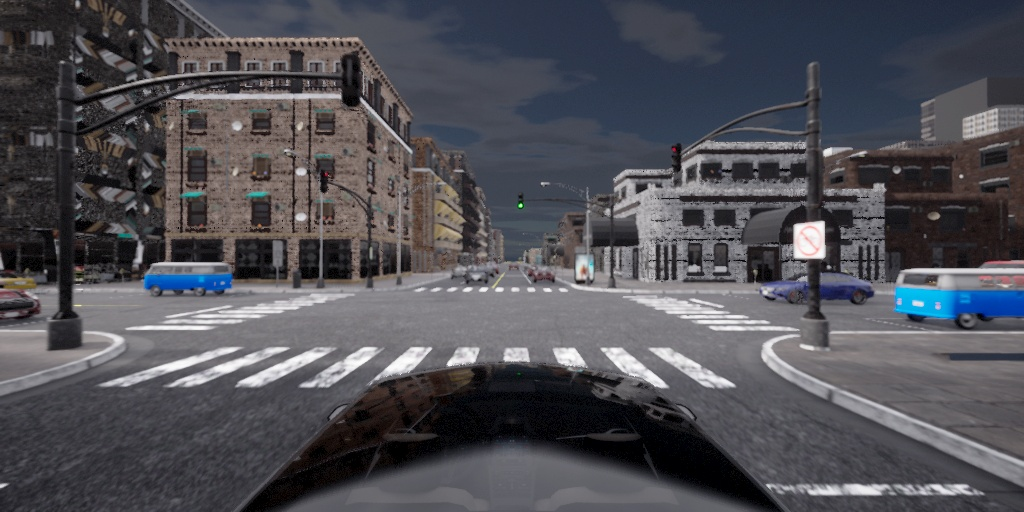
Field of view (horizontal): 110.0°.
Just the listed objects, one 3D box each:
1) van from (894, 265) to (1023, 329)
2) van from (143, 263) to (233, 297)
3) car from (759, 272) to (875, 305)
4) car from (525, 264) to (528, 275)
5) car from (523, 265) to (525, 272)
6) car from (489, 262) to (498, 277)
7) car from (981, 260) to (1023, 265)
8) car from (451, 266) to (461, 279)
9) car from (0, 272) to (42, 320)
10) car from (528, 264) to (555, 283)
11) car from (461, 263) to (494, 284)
[{"bbox_3d":[14.694,1.282,11.342,3.998,1.789,1.690,0,0,0],"label":"van"},{"bbox_3d":[-17.690,1.258,19.629,3.998,1.789,1.690,0,0,0],"label":"van"},{"bbox_3d":[14.461,1.499,17.134,4.674,1.442,1.812,0,0,1],"label":"car"},{"bbox_3d":[2.877,1.899,44.488,1.802,1.307,4.207,0,0,0],"label":"car"},{"bbox_3d":[2.902,1.946,50.185,2.007,1.370,4.403,0,0,0],"label":"car"},{"bbox_3d":[-2.923,1.785,41.927,1.837,1.490,4.892,0,-1,0],"label":"car"},{"bbox_3d":[24.124,1.222,17.166,5.566,2.045,2.150,0,0,0],"label":"car"},{"bbox_3d":[-5.529,1.788,38.818,2.007,1.370,4.403,0,0,0],"label":"car"},{"bbox_3d":[-17.685,1.311,11.248,4.097,1.591,1.967,0,0,0],"label":"car"},{"bbox_3d":[2.826,1.600,33.096,1.967,1.591,4.097,0,0,0],"label":"car"},{"bbox_3d":[-2.980,1.632,31.656,2.128,1.511,4.902,0,-1,-1],"label":"car"}]
